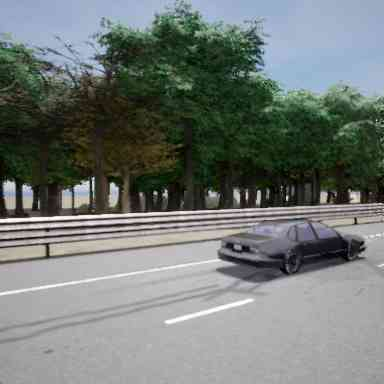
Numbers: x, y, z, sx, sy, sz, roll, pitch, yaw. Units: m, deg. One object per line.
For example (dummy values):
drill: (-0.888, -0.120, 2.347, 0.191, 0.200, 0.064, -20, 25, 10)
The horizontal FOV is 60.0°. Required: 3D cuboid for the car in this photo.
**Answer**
car: (3.292, 1.540, 10.436, 5.357, 1.411, 2.033, 0, 0, -35)
